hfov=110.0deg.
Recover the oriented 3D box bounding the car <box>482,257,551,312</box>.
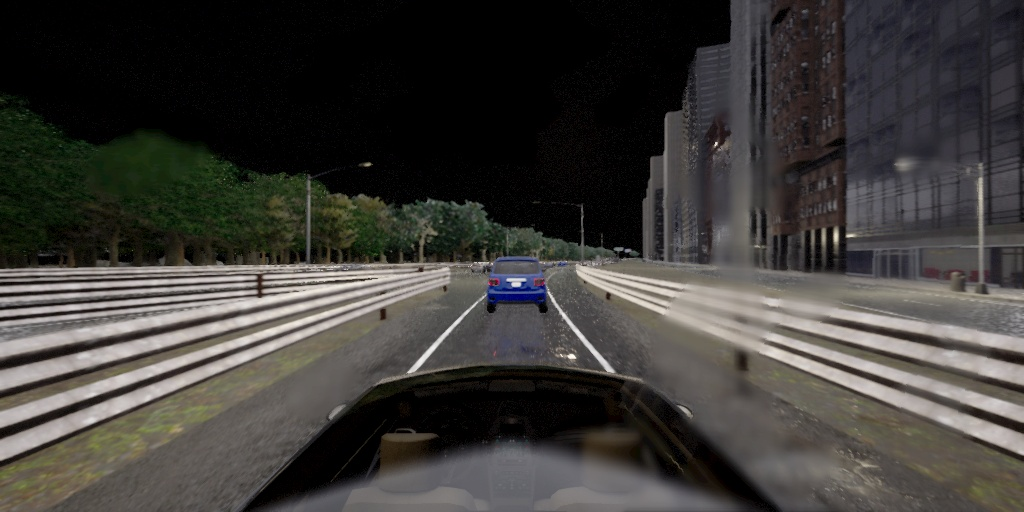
[{"bbox_3d":[0.246,1.062,14.794,2.150,2.045,5.566,0,0,2],"label":"car"}]

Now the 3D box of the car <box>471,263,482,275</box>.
[{"bbox_3d":[-3.499,1.575,45.254,2.128,1.511,4.902,0,-1,19],"label":"car"}]

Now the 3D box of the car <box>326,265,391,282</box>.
[{"bbox_3d":[-10.366,1.344,24.685,2.128,1.511,4.902,0,-1,18],"label":"car"}]
